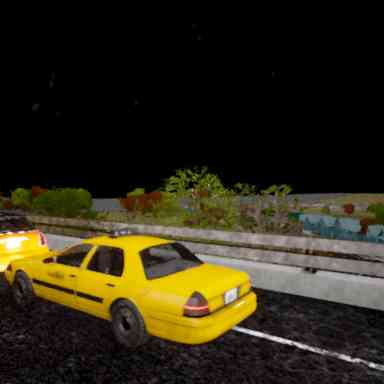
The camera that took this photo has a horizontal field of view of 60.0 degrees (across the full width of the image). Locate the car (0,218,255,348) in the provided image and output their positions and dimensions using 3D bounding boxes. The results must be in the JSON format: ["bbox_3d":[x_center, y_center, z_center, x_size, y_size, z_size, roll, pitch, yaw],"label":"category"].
[{"bbox_3d":[-1.524,1.458,6.262,5.366,1.575,1.801,0,0,36],"label":"car"}]

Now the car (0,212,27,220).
[{"bbox_3d":[-6.217,1.346,9.637,4.553,1.767,2.097,0,0,36],"label":"car"}]
